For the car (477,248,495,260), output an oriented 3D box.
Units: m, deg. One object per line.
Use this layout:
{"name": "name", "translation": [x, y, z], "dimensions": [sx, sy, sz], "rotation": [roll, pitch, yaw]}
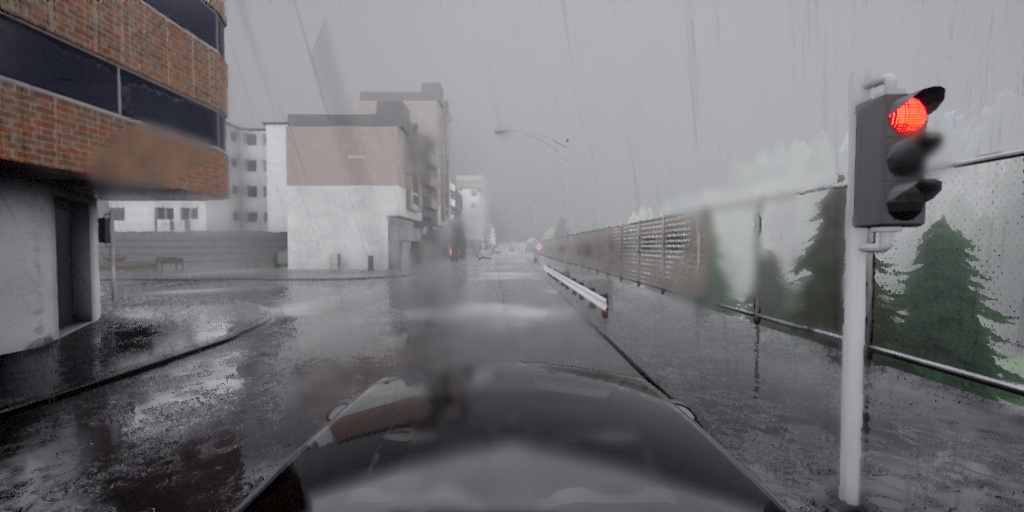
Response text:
{"name": "car", "translation": [-4.023, -0.093, 53.280], "dimensions": [1.837, 1.490, 4.892], "rotation": [0, 3, 0]}
